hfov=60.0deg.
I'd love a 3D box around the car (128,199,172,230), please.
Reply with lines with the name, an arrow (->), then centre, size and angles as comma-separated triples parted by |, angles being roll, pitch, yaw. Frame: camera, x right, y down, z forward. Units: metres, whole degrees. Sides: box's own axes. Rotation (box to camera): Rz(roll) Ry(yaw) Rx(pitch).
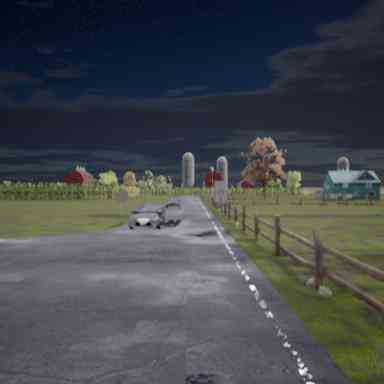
car -> -2.662, 1.441, 20.625 | 2.128, 1.511, 4.902 | 0, 0, 0

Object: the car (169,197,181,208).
car -> -2.552, 1.441, 46.440 | 1.994, 1.385, 4.181 | 0, 0, 0
